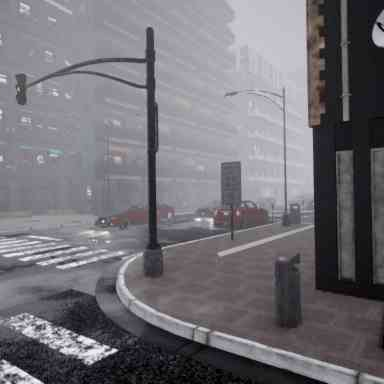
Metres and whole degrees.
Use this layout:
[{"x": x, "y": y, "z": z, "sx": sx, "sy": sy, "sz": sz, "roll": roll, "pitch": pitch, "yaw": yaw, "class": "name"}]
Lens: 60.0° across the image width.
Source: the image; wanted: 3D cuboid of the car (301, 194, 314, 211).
[{"x": 12.923, "y": 1.196, "z": 33.542, "sx": 1.947, "sy": 1.339, "sz": 4.313, "roll": -1, "pitch": 0, "yaw": 36, "class": "car"}]

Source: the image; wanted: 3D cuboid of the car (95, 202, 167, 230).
[{"x": -3.843, "y": 1.465, "z": 20.358, "sx": 1.994, "sy": 1.385, "sz": 4.181, "roll": -1, "pitch": 0, "yaw": 36, "class": "car"}]

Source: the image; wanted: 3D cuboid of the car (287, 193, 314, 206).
[{"x": 14.681, "y": 1.202, "z": 45.685, "sx": 2.033, "sy": 1.411, "sz": 5.357, "roll": -1, "pitch": 0, "yaw": 37, "class": "car"}]

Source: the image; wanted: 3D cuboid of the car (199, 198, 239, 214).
[{"x": 2.815, "y": 1.384, "z": 33.893, "sx": 2.008, "sy": 1.369, "sz": 4.403, "roll": -1, "pitch": 0, "yaw": 36, "class": "car"}]

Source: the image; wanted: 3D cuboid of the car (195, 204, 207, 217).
[{"x": 2.445, "y": 1.364, "z": 28.998, "sx": 2.033, "sy": 1.411, "sz": 5.357, "roll": -1, "pitch": 0, "yaw": 36, "class": "car"}]

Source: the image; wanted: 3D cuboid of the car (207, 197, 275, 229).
[{"x": 3.013, "y": 1.201, "z": 19.740, "sx": 1.967, "sy": 1.590, "sz": 4.097, "roll": -1, "pitch": 0, "yaw": 36, "class": "car"}]

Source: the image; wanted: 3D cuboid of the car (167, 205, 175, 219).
[{"x": -3.203, "y": 1.459, "z": 25.779, "sx": 1.887, "sy": 1.381, "sz": 4.507, "roll": -1, "pitch": 0, "yaw": 36, "class": "car"}]
